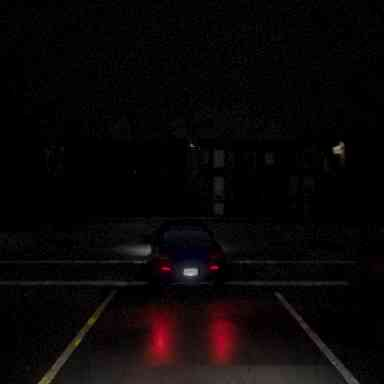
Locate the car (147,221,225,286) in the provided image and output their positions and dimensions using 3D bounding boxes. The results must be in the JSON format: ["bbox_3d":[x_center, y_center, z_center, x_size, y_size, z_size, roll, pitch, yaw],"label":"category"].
[{"bbox_3d":[-0.270,1.533,9.394,1.812,1.442,4.674,0,0,-6],"label":"car"}]
